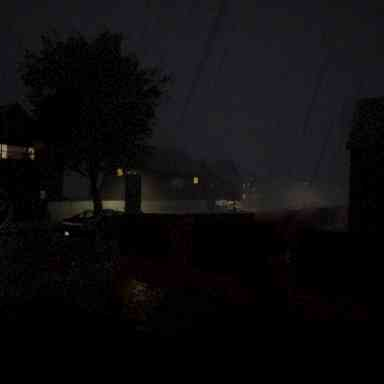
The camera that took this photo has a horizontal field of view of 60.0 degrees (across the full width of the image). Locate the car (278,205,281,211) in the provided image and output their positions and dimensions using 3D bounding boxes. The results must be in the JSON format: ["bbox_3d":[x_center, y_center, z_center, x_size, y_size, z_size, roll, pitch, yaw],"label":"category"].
[{"bbox_3d":[13.659,2.128,46.849,1.994,1.385,4.181,2,0,34],"label":"car"}]

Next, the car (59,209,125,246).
[{"bbox_3d":[-4.004,1.605,16.277,2.128,1.511,4.902,2,0,34],"label":"car"}]

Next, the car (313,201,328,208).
[{"bbox_3d":[18.745,2.088,49.388,2.097,1.767,4.553,2,0,34],"label":"car"}]

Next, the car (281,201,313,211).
[{"bbox_3d":[13.034,2.095,40.997,1.812,1.442,4.674,2,0,36],"label":"car"}]
